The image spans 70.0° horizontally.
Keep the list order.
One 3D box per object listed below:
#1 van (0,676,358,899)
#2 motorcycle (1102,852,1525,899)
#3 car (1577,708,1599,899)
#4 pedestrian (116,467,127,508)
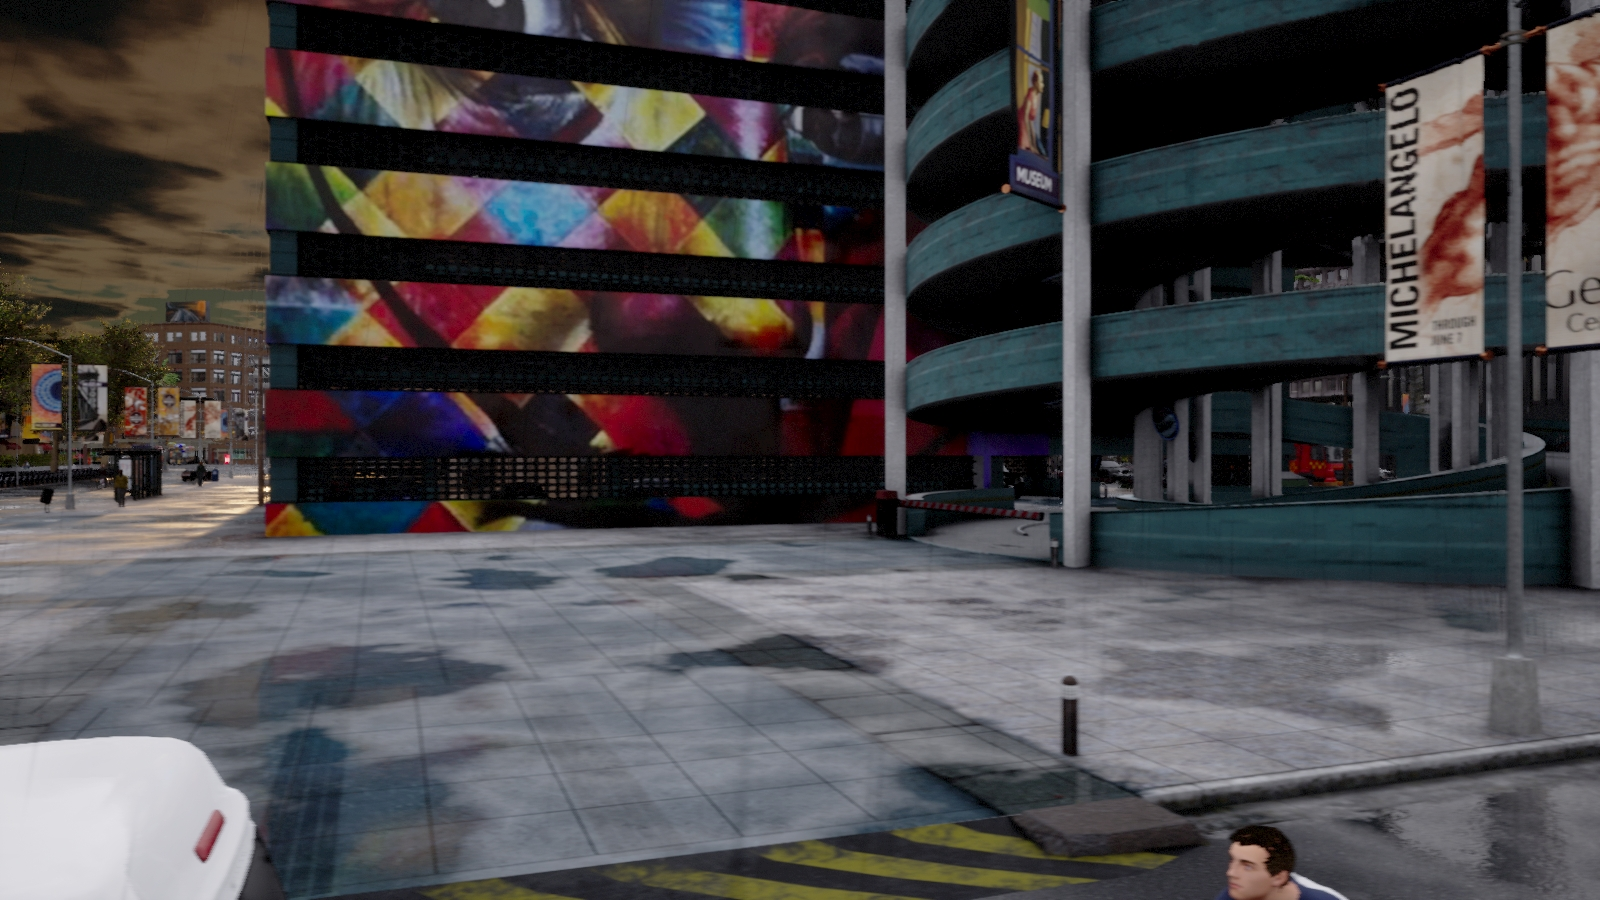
[{"bbox_3d":[-3.260,1.784,2.139,4.480,2.038,2.069,0,0,-19],"label":"van"},{"bbox_3d":[1.639,2.210,3.928,2.033,1.145,0.803,0,0,-20],"label":"motorcycle"},{"bbox_3d":[6.073,2.059,5.550,3.806,1.475,1.970,0,0,-21],"label":"car"},{"bbox_3d":[-30.820,1.704,51.890,0.375,1.860,0.375,0,0,-19],"label":"pedestrian"}]
